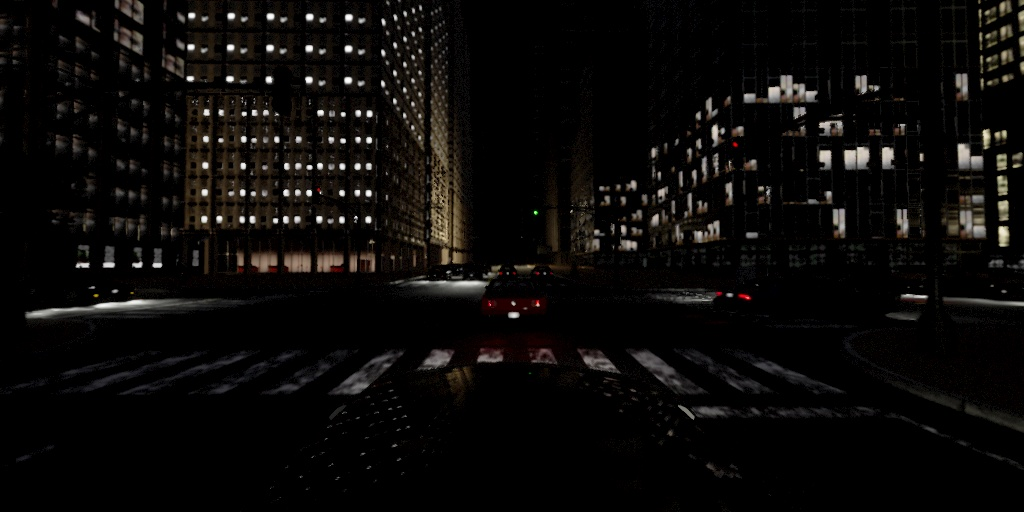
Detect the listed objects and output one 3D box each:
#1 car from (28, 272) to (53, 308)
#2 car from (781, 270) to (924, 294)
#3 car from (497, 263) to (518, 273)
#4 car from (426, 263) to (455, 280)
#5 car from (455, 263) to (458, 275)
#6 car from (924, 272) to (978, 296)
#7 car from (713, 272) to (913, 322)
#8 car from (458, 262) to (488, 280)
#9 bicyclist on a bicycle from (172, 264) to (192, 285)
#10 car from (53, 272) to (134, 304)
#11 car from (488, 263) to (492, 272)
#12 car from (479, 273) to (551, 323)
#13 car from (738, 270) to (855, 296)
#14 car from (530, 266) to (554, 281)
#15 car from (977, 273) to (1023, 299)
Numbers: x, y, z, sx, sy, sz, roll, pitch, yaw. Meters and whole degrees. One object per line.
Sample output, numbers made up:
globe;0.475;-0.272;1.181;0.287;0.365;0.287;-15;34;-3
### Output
car;-20.324;1.292;13.094;4.674;1.442;1.812;0;-1;2
car;17.031;1.457;18.198;4.902;1.511;2.128;0;-1;2
car;-0.432;1.612;34.343;2.033;1.411;5.357;0;-1;-1
car;-7.132;1.578;35.464;1.837;1.490;4.892;0;-1;-1
car;-7.261;1.639;44.812;1.882;1.535;5.008;0;-1;-1
car;26.210;1.618;21.200;4.181;1.385;1.994;0;-1;2
car;9.762;1.355;12.108;5.357;1.411;2.033;0;-2;-4
car;-3.902;1.574;36.331;2.128;1.511;4.902;0;-1;-2
bicyclist on a bicycle;-25.165;1.408;27.354;0.582;1.620;1.656;0;-1;2
car;-19.984;1.411;16.332;4.181;1.385;1.994;0;-1;2
car;-4.019;1.721;46.021;2.033;1.411;5.357;0;-1;-1
car;0.014;1.395;12.119;1.895;1.301;4.718;0;-1;-1
car;16.839;1.592;21.453;5.357;1.411;2.033;0;-1;2
car;2.822;1.609;33.913;2.033;1.411;5.357;0;-1;-1
car;26.996;1.501;17.921;4.674;1.442;1.812;0;-1;2
